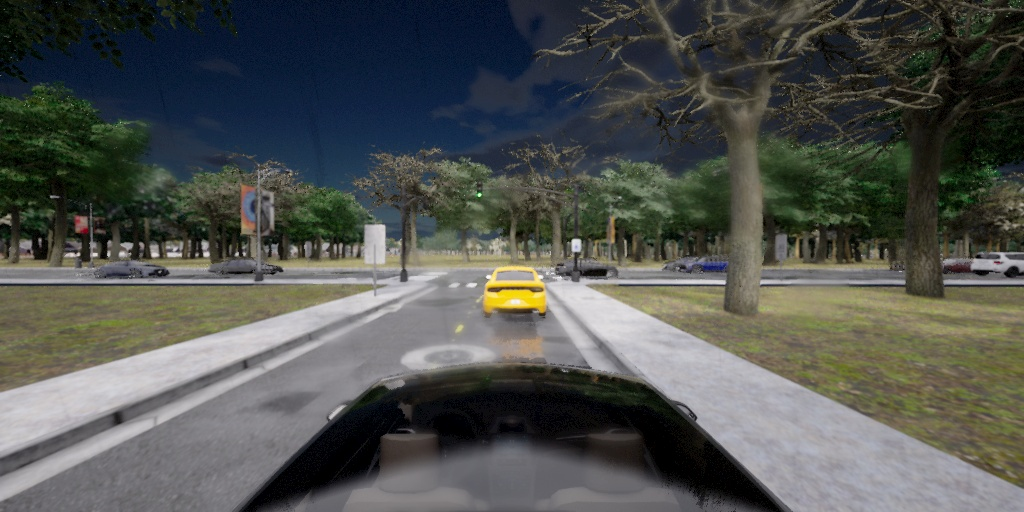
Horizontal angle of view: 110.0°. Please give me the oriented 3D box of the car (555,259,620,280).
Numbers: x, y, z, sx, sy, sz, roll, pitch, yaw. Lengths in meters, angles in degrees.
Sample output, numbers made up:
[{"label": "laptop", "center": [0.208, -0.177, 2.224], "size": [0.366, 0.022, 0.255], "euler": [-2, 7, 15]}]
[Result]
[{"label": "car", "center": [5.633, 0.977, 26.672], "size": [4.902, 1.511, 2.128], "euler": [0, 0, -18]}]

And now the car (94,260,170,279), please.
[{"label": "car", "center": [-28.389, 1.012, 26.869], "size": [4.181, 1.385, 1.994], "euler": [0, 1, 0]}]

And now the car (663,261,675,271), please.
[{"label": "car", "center": [18.137, 0.868, 36.861], "size": [4.902, 1.511, 2.128], "euler": [0, 1, 0]}]

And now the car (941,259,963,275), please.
[{"label": "car", "center": [41.250, 0.982, 33.590], "size": [4.674, 1.442, 1.812], "euler": [0, 1, 1]}]

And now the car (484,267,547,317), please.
[{"label": "car", "center": [0.095, 1.105, 12.532], "size": [1.882, 1.535, 5.008], "euler": [0, 1, 0]}]

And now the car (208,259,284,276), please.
[{"label": "car", "center": [-22.303, 0.960, 30.122], "size": [5.357, 1.411, 2.033], "euler": [0, 1, 0]}]

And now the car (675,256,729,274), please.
[{"label": "car", "center": [18.241, 0.770, 33.609], "size": [4.553, 1.767, 2.097], "euler": [0, 1, 0]}]

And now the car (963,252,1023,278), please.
[{"label": "car", "center": [42.395, 0.719, 30.233], "size": [5.566, 2.045, 2.150], "euler": [0, 1, 0]}]

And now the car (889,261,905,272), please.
[{"label": "car", "center": [41.576, 0.982, 36.834], "size": [4.181, 1.385, 1.994], "euler": [0, 1, 0]}]
